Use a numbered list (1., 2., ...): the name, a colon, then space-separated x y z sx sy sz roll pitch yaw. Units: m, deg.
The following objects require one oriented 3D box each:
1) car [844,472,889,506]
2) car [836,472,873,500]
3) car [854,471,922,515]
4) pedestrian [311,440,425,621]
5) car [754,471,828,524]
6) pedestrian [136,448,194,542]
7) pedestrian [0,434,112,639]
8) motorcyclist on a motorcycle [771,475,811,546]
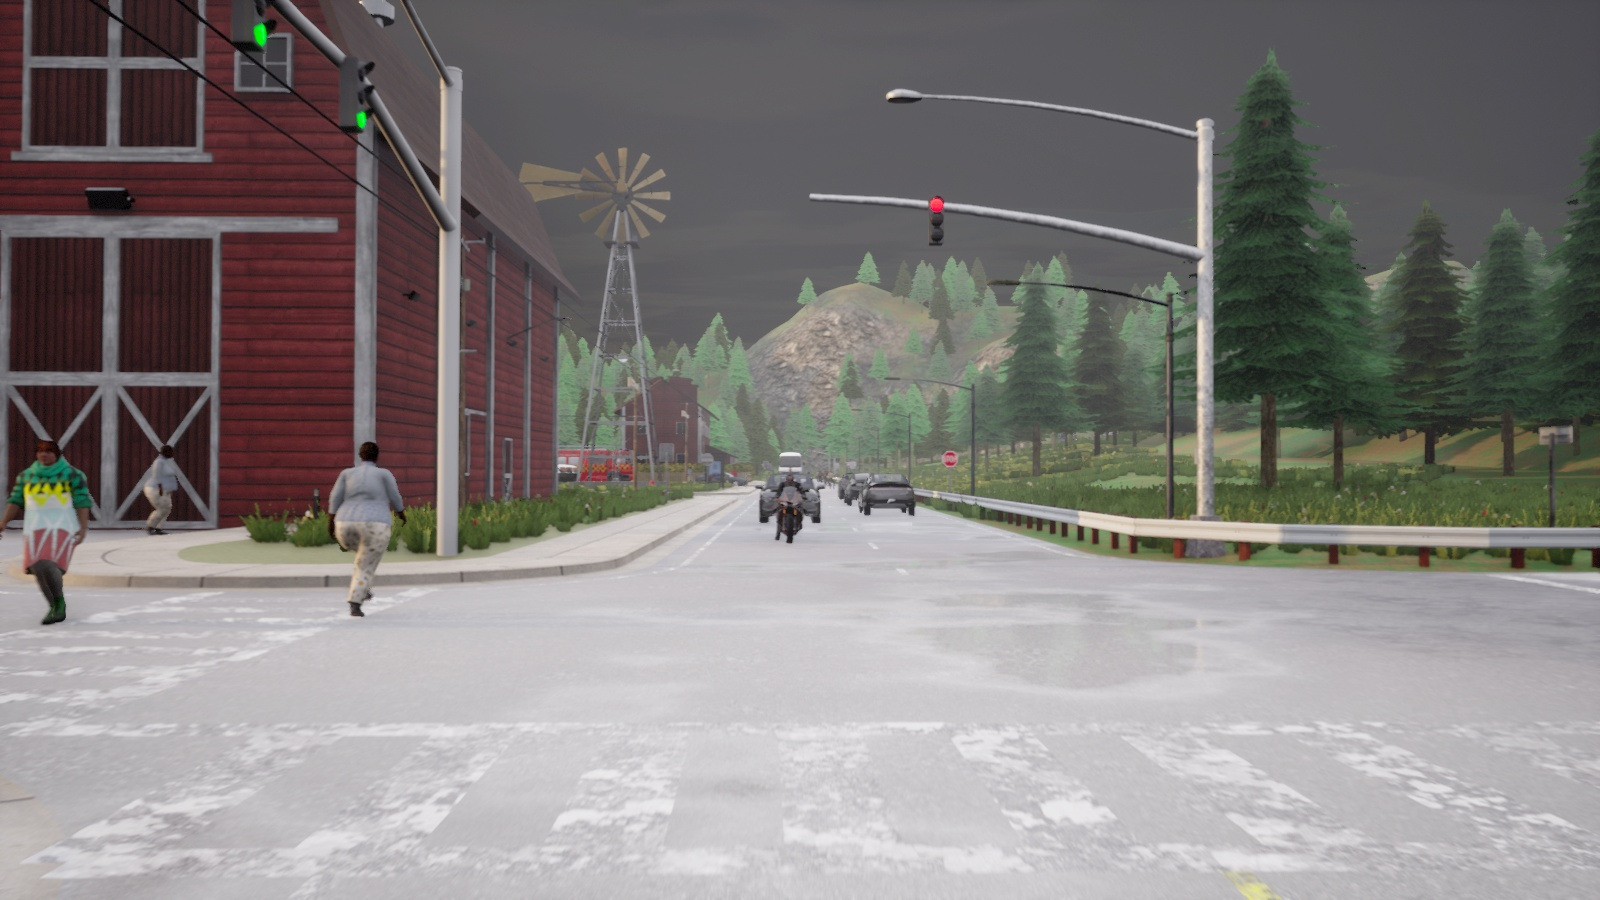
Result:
1. car: 3.081 1.793 58.874 1.837 1.490 4.892 0 -1 0
2. car: 3.005 1.983 69.655 1.845 1.501 3.633 0 -1 0
3. car: 3.171 1.532 46.138 2.128 1.511 4.902 0 -1 0
4. pedestrian: -4.568 0.831 13.341 0.874 1.855 0.900 0 -1 2
5. car: -0.276 1.418 38.619 2.128 1.511 4.902 0 -1 0
6. pedestrian: -12.741 0.888 25.206 0.900 1.855 0.874 0 -1 -17
7. pedestrian: -7.343 0.827 12.396 0.659 1.952 0.873 0 -1 -5
8. motorcyclist on a motorcycle: -0.202 1.321 28.081 0.866 1.530 2.191 0 -1 0
